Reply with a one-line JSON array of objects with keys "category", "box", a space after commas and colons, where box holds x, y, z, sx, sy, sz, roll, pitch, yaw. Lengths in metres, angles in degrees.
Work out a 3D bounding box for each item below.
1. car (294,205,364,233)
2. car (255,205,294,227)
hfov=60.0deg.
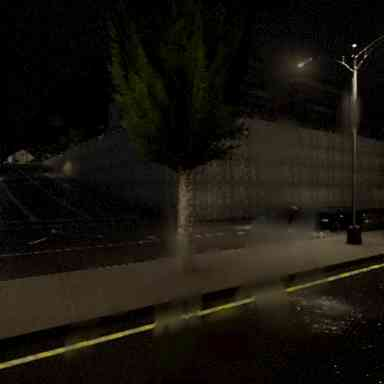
[{"category": "car", "box": [8.346, 1.559, 19.769, 4.181, 1.385, 1.994, 0, 0, -35]}, {"category": "car", "box": [6.232, 1.559, 22.578, 4.181, 1.385, 1.994, 0, 0, -35]}]
